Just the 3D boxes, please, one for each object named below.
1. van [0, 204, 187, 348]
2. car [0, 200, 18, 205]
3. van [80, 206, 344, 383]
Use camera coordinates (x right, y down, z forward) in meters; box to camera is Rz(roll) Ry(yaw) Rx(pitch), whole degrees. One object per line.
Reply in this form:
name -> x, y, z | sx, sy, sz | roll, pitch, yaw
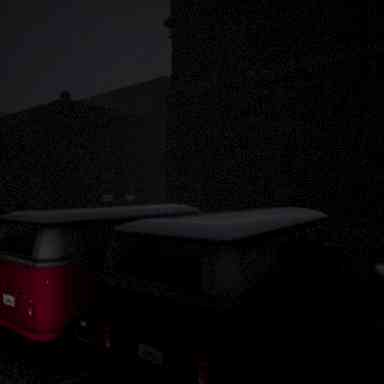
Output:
van -> -1.290, 1.252, 6.422 | 1.878, 1.987, 4.442 | 0, 0, 36
car -> -5.964, 1.214, 9.655 | 2.435, 2.045, 5.566 | 0, 0, 36
van -> 0.869, 1.254, 4.878 | 1.878, 1.987, 4.442 | 0, 0, 36
